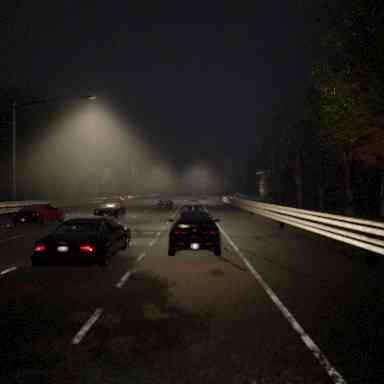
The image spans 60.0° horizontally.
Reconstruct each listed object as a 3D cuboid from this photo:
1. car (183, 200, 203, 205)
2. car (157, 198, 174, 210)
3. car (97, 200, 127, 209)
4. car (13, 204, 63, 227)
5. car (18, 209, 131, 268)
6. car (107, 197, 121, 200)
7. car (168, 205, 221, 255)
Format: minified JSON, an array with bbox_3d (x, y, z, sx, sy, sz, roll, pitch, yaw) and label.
[{"bbox_3d":[0.088,1.538,33.012,2.033,1.411,5.357,0,0,0],"label":"car"},{"bbox_3d":[-3.414,1.479,43.282,2.128,1.511,4.902,0,0,0],"label":"car"},{"bbox_3d":[-6.911,1.592,28.644,1.895,1.301,4.718,0,0,0],"label":"car"},{"bbox_3d":[-10.407,1.518,22.815,1.812,1.442,4.674,0,0,0],"label":"car"},{"bbox_3d":[-3.405,1.543,11.259,2.033,1.411,5.357,0,0,0],"label":"car"},{"bbox_3d":[-10.415,1.463,44.711,1.882,1.535,5.008,0,0,0],"label":"car"},{"bbox_3d":[0.095,1.502,13.289,1.837,1.490,4.892,0,0,0],"label":"car"}]
